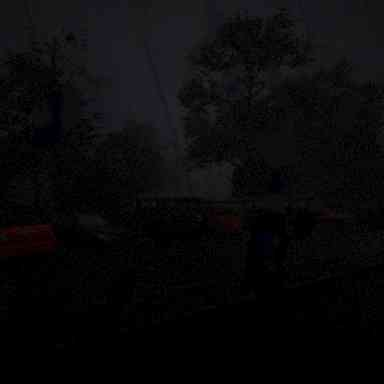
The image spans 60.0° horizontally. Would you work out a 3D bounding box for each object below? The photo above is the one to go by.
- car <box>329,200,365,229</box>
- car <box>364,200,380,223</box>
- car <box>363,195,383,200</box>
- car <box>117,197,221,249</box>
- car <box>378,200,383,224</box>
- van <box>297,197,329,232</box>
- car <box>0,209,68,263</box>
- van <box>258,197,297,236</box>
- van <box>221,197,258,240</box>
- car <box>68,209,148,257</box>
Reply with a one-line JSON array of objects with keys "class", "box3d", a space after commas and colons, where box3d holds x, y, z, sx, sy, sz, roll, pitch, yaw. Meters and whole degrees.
[{"class": "car", "box3d": [7.977, 1.497, 21.622, 5.366, 1.575, 1.946, -1, -1, 34]}, {"class": "car", "box3d": [10.211, 1.532, 23.477, 4.792, 1.488, 2.163, -1, -1, 34]}, {"class": "car", "box3d": [15.039, 1.250, 26.958, 5.566, 2.045, 2.435, -1, -1, 34]}, {"class": "car", "box3d": [-1.872, 1.253, 14.790, 5.566, 2.045, 2.435, -1, -1, 34]}, {"class": "car", "box3d": [12.679, 1.531, 25.189, 4.792, 1.488, 2.163, -1, -1, 34]}, {"class": "van", "box3d": [5.502, 1.275, 19.928, 4.442, 1.987, 1.878, -1, -1, 34]}, {"class": "car", "box3d": [-6.656, 1.379, 11.279, 4.553, 1.767, 2.185, -1, 0, 34]}, {"class": "van", "box3d": [3.085, 1.276, 18.188, 4.442, 1.987, 1.878, -1, -1, 34]}, {"class": "van", "box3d": [0.669, 1.276, 16.448, 4.442, 1.987, 1.878, -1, -1, 34]}, {"class": "car", "box3d": [-4.261, 1.545, 13.039, 4.674, 1.452, 2.002, -1, -1, 34]}]
